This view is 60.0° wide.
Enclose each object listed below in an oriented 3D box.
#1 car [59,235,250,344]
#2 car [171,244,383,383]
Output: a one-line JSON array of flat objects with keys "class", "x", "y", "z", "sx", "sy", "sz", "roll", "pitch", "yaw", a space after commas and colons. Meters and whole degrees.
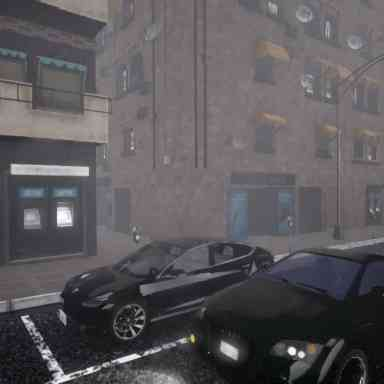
[{"class": "car", "x": -0.224, "y": 1.566, "z": 6.415, "sx": 4.313, "sy": 1.339, "sz": 1.947, "roll": 0, "pitch": 0, "yaw": -36}, {"class": "car", "x": 2.029, "y": 1.563, "z": 4.836, "sx": 4.181, "sy": 1.385, "sz": 1.994, "roll": 0, "pitch": 0, "yaw": -36}]
